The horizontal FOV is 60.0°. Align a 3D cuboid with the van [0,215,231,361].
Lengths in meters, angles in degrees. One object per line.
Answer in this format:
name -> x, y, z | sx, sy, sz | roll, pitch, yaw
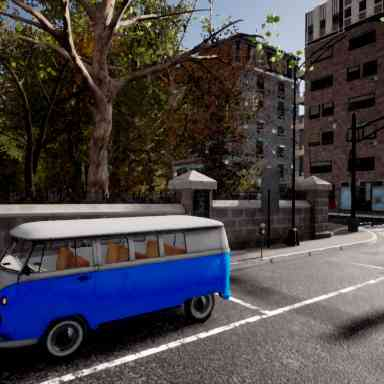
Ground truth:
van -> -1.186, 1.342, 5.655 | 3.998, 1.788, 1.690 | 0, 1, -36
